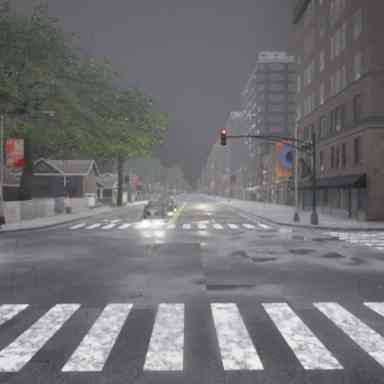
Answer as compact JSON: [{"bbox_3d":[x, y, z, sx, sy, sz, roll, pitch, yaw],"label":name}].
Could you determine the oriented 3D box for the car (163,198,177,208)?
[{"bbox_3d":[-3.200,1.590,49.867,1.812,1.442,4.674,0,0,0],"label":"car"}]

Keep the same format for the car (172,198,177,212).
[{"bbox_3d":[-3.233,1.400,39.910,2.097,1.767,4.553,0,0,0],"label":"car"}]

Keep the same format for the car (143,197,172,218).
[{"bbox_3d":[-3.263,1.525,30.175,2.128,1.511,4.902,0,0,0],"label":"car"}]
